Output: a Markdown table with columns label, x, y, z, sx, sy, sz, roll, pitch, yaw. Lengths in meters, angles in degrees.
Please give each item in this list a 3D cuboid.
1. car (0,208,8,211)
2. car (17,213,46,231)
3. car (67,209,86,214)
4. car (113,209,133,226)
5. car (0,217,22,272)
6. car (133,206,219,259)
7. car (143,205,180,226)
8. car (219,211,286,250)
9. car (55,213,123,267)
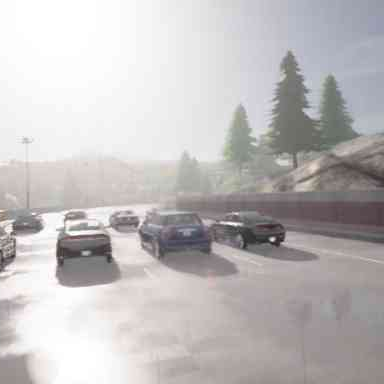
| label | x | y | z | sx | sy | sz | roll | pitch | yaw |
| --- | --- | --- | --- | --- | --- | --- | --- | --- | --- |
| car | -30.228 | 3.168 | 51.718 | 2.033 | 1.411 | 5.357 | -2 | -1 | -9 |
| car | -12.725 | 2.308 | 26.064 | 1.994 | 1.385 | 4.181 | -1 | -1 | -19 |
| car | -9.361 | 2.162 | 27.027 | 1.837 | 1.490 | 4.892 | -1 | 0 | -19 |
| car | -5.364 | 2.072 | 26.160 | 2.033 | 1.411 | 5.357 | -1 | -1 | -20 |
| car | -7.496 | 1.894 | 11.738 | 1.837 | 1.490 | 4.892 | -1 | 0 | -20 |
| car | -0.886 | 1.574 | 14.030 | 2.097 | 1.767 | 4.553 | -1 | -1 | -20 |
| car | -2.787 | 1.985 | 29.424 | 2.128 | 1.511 | 4.902 | -1 | -1 | -19 |
| car | 2.353 | 1.651 | 15.373 | 1.837 | 1.490 | 4.892 | -1 | 0 | -20 |
| car | -4.202 | 1.798 | 12.918 | 2.128 | 1.511 | 4.902 | -1 | -1 | -20 |
